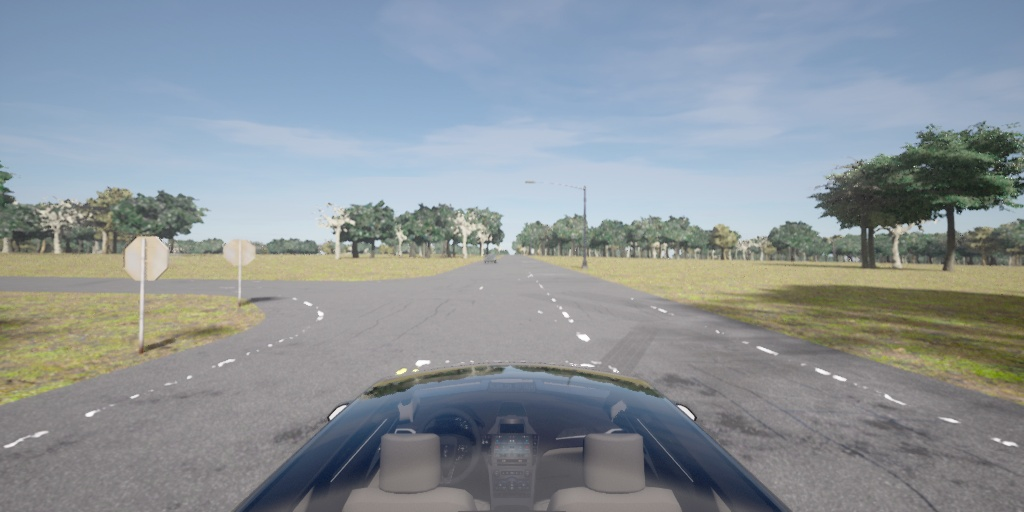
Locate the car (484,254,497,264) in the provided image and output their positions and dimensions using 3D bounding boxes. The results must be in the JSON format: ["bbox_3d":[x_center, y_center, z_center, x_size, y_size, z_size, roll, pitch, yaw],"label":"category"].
[{"bbox_3d":[-3.660,0.426,61.115,2.097,1.767,4.553,0,1,0],"label":"car"}]
